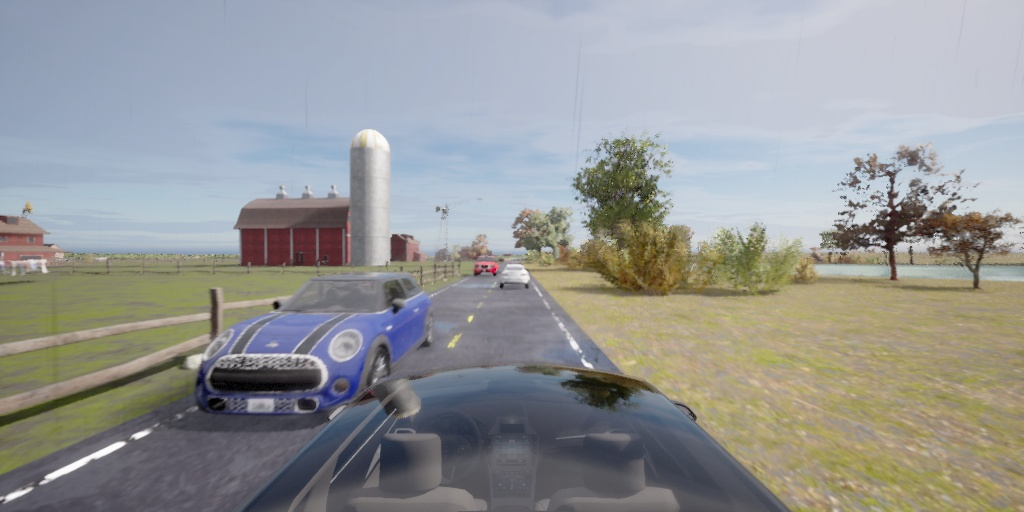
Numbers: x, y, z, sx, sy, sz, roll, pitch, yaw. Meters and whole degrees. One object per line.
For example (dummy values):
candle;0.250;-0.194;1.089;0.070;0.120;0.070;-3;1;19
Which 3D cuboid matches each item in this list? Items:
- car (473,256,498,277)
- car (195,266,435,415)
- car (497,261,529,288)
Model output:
car;-2.538;0.994;36.101;2.150;2.045;5.566;0;-1;1
car;-2.821;1.093;6.299;2.097;1.767;4.553;0;0;0
car;0.180;1.278;23.977;1.812;1.442;4.674;0;0;1
